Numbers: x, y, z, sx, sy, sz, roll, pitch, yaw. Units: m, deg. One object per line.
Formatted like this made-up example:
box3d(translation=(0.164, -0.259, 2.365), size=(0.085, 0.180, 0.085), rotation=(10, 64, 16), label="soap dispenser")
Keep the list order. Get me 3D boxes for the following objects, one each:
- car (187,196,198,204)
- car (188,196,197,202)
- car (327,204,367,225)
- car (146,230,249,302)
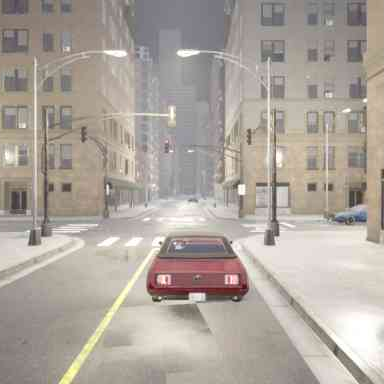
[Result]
box3d(translation=(0.169, 1.507, 65.188), size=(1.812, 1.442, 4.674), rotation=(0, 0, 0), label="car")
box3d(translation=(0.085, 1.566, 75.116), size=(1.895, 1.301, 4.718), rotation=(0, 0, 0), label="car")
box3d(translation=(12.194, 1.512, 22.796), size=(5.357, 1.411, 2.033), rotation=(0, 0, 3), label="car")
box3d(translation=(0.092, 1.601, 8.203), size=(1.895, 1.301, 4.718), rotation=(0, 0, 0), label="car")
